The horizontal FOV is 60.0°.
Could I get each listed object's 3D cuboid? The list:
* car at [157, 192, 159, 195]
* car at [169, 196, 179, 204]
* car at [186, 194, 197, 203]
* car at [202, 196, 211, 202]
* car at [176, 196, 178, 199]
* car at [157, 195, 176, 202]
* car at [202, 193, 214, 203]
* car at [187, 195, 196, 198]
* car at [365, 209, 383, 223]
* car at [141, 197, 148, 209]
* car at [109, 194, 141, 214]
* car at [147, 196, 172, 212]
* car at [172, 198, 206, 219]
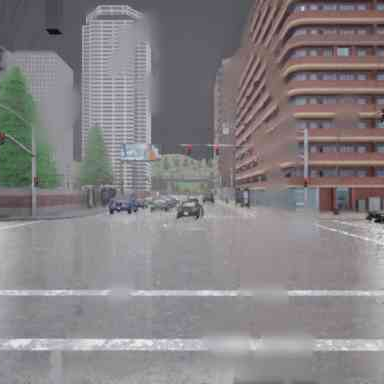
[{"bbox_3d":[-7.127,1.352,64.787,2.097,1.767,4.553,0,0,0],"label":"car"},{"bbox_3d":[-3.607,1.526,67.021,1.812,1.442,4.674,0,0,0],"label":"car"},{"bbox_3d":[-0.089,1.352,69.466,2.097,1.767,4.553,0,0,0],"label":"car"},{"bbox_3d":[3.400,1.576,78.247,1.895,1.301,4.718,0,0,0],"label":"car"},{"bbox_3d":[-3.656,1.547,57.066,2.033,1.411,5.357,0,0,0],"label":"car"},{"bbox_3d":[-3.652,1.526,47.355,1.812,1.442,4.674,0,0,0],"label":"car"},{"bbox_3d":[3.412,1.221,68.680,2.150,2.045,5.566,0,0,0],"label":"car"},{"bbox_3d":[0.027,1.477,59.474,1.882,1.535,5.008,0,0,0],"label":"car"},{"bbox_3d":[15.002,1.492,23.249,5.357,1.411,2.033,0,0,-12],"label":"car"},{"bbox_3d":[-7.158,1.547,45.449,2.033,1.411,5.357,0,0,0],"label":"car"},{"bbox_3d":[-7.146,1.222,35.199,2.150,2.045,5.566,0,0,0],"label":"car"},{"bbox_3d":[-3.647,1.526,38.259,1.812,1.442,4.674,0,0,0],"label":"car"},{"bbox_3d":[-0.150,1.511,28.198,1.812,1.442,4.674,0,-1,8],"label":"car"}]
